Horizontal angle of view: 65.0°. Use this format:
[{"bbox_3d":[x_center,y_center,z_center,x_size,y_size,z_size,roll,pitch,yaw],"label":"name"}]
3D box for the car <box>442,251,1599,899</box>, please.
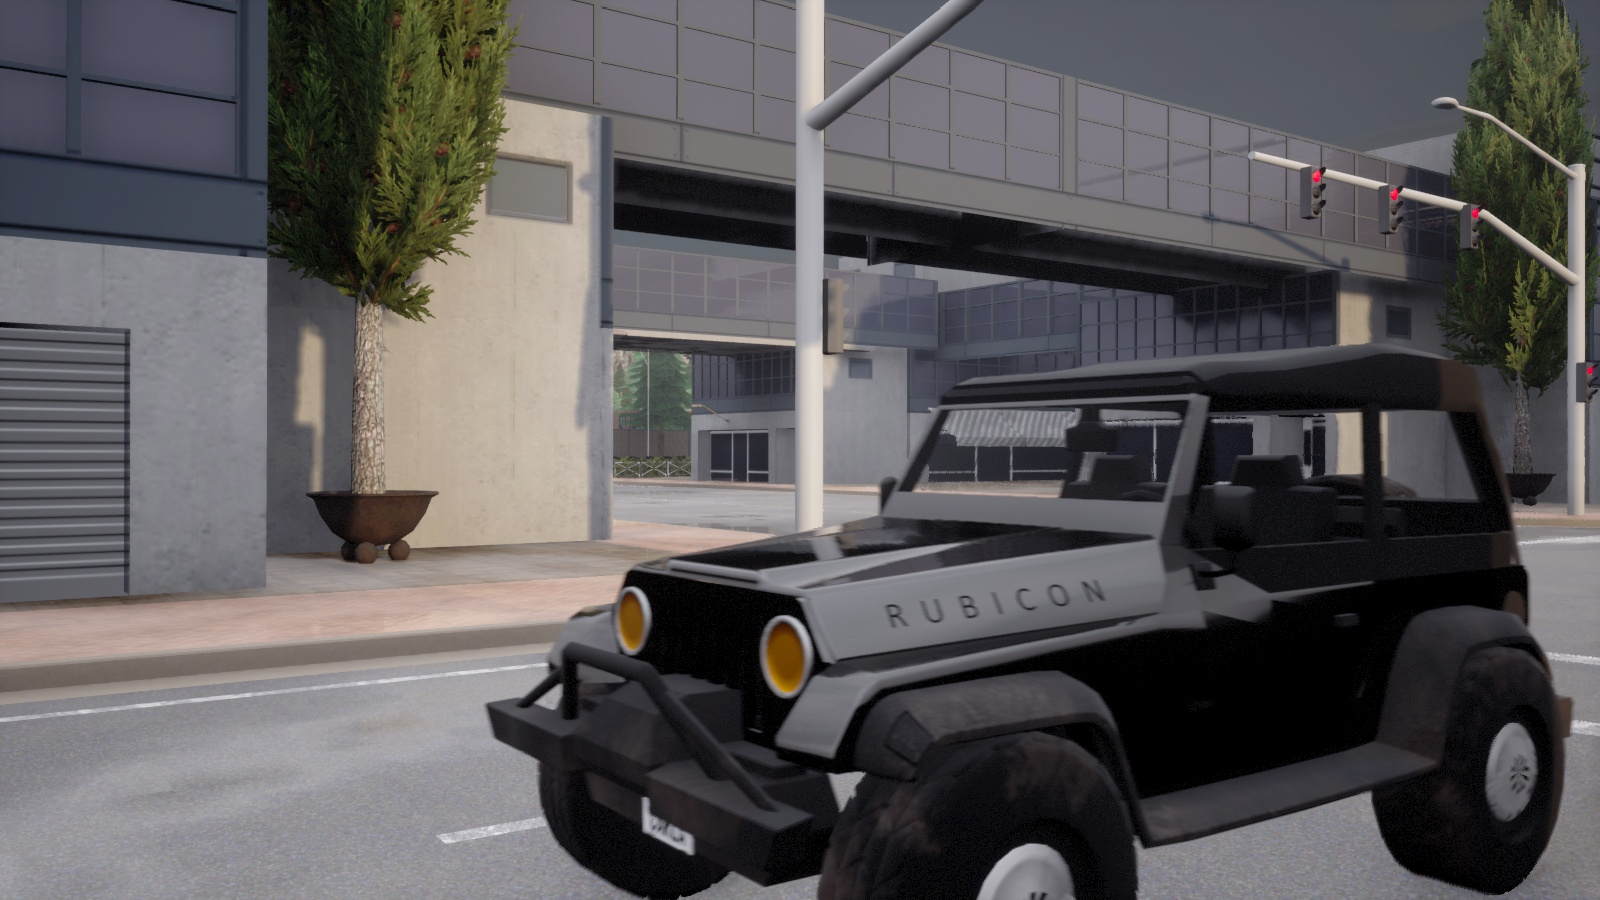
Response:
[{"bbox_3d":[0.982,0.549,4.363,3.866,1.878,1.905,0,0,-35],"label":"car"}]
